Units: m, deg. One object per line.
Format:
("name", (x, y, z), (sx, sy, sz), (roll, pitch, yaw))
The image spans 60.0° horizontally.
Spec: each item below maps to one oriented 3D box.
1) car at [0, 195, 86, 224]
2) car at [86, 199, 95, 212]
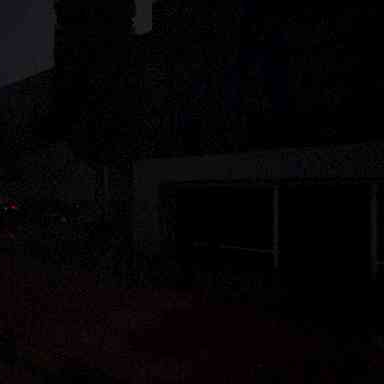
("car", (-11.320, 1.221, 25.338), (2.150, 2.045, 5.566), (0, 0, 36))
("car", (-12.293, 1.504, 36.316), (1.837, 1.490, 4.892), (0, 0, 36))
